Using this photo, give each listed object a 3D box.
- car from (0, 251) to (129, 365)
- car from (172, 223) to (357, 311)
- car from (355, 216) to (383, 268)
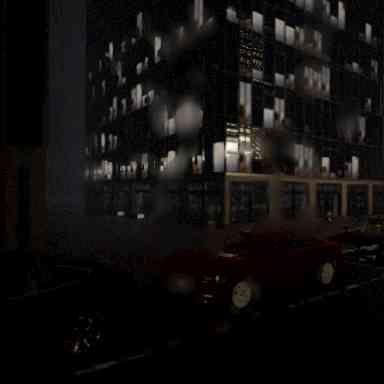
[{"bbox_3d":[-2.975,1.566,4.429,4.313,1.339,1.947,0,1,-36],"label":"car"},{"bbox_3d":[1.644,1.521,7.725,4.507,1.381,1.887,0,1,-36],"label":"car"},{"bbox_3d":[6.266,1.502,11.023,4.403,1.369,2.008,0,1,-36],"label":"car"}]
